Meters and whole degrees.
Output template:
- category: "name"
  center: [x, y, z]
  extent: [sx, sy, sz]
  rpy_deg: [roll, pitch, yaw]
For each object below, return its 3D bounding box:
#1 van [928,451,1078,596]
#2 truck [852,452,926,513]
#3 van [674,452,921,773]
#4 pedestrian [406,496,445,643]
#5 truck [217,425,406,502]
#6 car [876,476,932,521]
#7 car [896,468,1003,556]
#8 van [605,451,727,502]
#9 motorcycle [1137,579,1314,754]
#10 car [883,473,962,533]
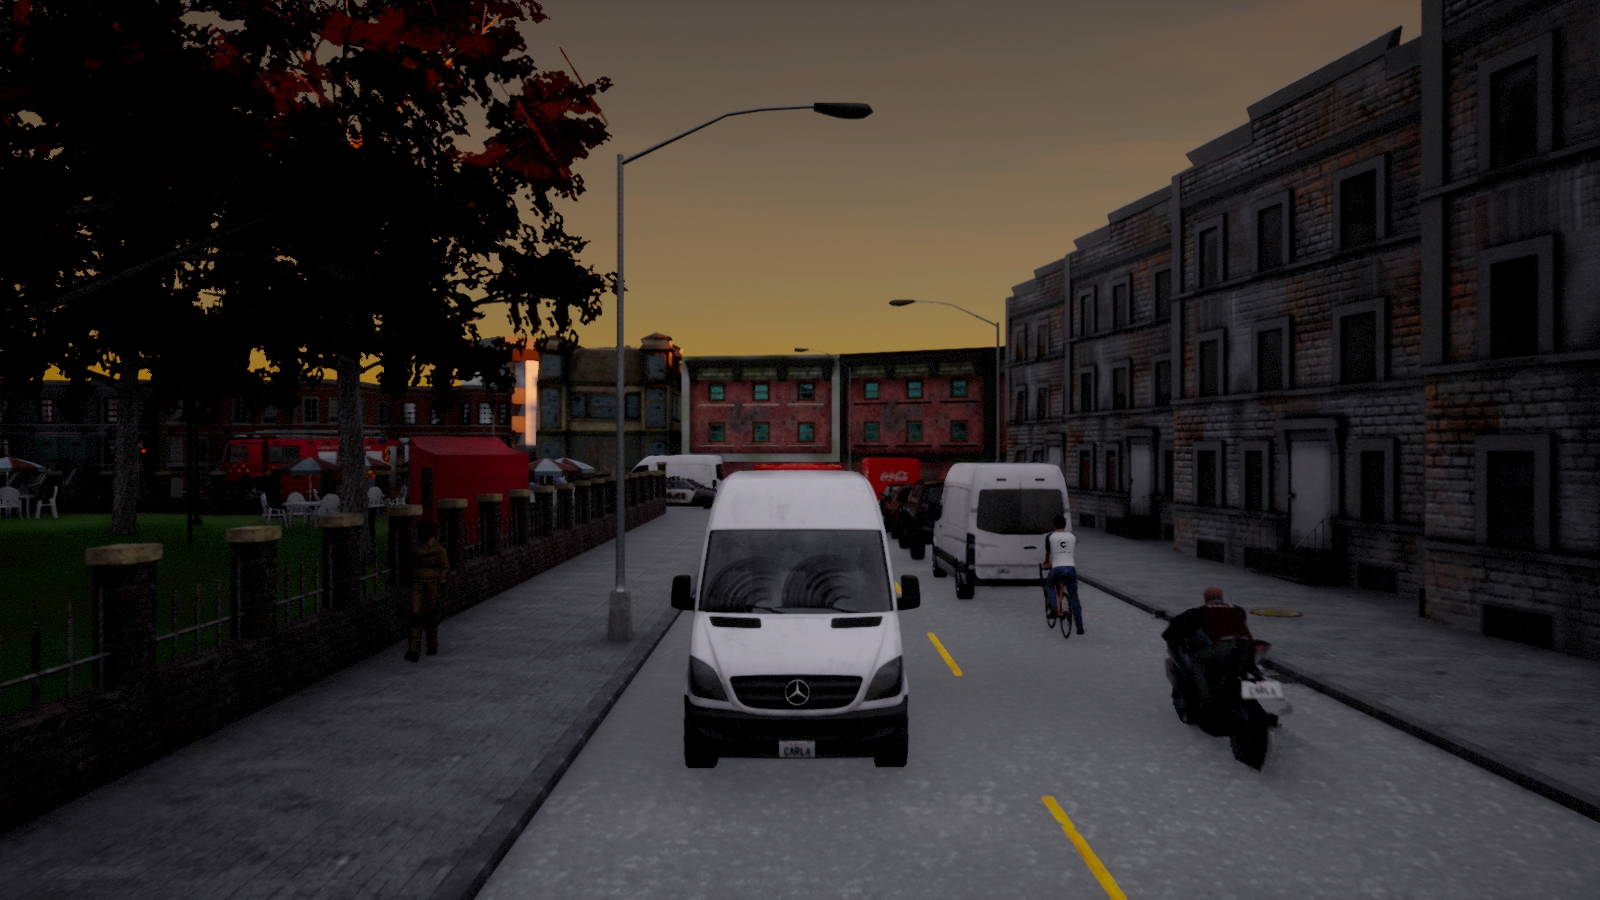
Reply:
- category: "van"
  center: [3.950, 1.314, 23.293]
  extent: [1.988, 2.561, 5.915]
  rpy_deg: [0, 0, 0]
- category: "truck"
  center: [3.804, 1.348, 49.678]
  extent: [2.627, 2.467, 5.204]
  rpy_deg: [0, 0, -2]
- category: "van"
  center: [-0.034, 1.314, 12.143]
  extent: [1.988, 2.561, 5.915]
  rpy_deg: [0, 0, 0]
- category: "pedestrian"
  center: [-4.815, 1.525, 14.714]
  extent: [0.375, 1.860, 0.375]
  rpy_deg: [0, 0, 0]
- category: "truck"
  center: [-25.004, 0.669, 58.750]
  extent: [8.468, 3.827, 2.891]
  rpy_deg: [0, 0, -1]
- category: "car"
  center: [3.878, 1.805, 43.310]
  extent: [1.789, 1.549, 3.705]
  rpy_deg: [0, 0, 0]
- category: "car"
  center: [3.888, 1.559, 30.716]
  extent: [2.150, 2.045, 5.566]
  rpy_deg: [0, 0, 0]
- category: "van"
  center: [-6.854, 1.314, 58.642]
  extent: [5.915, 2.561, 1.988]
  rpy_deg: [0, 0, 10]
- category: "motorcycle"
  center: [3.976, 1.985, 10.913]
  extent: [0.867, 1.251, 2.209]
  rpy_deg: [0, 0, 0]
- category: "car"
  center: [3.933, 1.685, 37.512]
  extent: [2.097, 1.767, 4.553]
  rpy_deg: [0, 0, 0]
